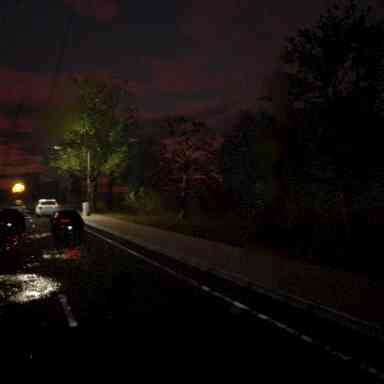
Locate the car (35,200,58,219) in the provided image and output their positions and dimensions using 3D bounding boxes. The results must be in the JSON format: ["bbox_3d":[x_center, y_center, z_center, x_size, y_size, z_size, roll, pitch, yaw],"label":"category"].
[{"bbox_3d":[-16.577,1.896,37.997,2.150,2.045,5.566,1,-1,-27],"label":"car"}]

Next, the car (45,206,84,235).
[{"bbox_3d":[-8.375,1.903,21.961,1.837,1.490,4.892,1,-1,-27],"label":"car"}]

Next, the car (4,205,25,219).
[{"bbox_3d":[-20.411,2.238,38.346,1.994,1.385,4.181,1,-1,-27],"label":"car"}]

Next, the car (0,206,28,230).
[{"bbox_3d":[-13.119,1.937,24.095,1.837,1.490,4.892,1,-1,-27],"label":"car"}]
